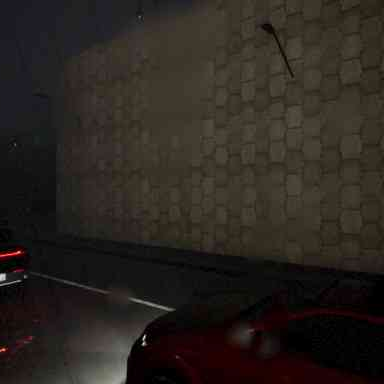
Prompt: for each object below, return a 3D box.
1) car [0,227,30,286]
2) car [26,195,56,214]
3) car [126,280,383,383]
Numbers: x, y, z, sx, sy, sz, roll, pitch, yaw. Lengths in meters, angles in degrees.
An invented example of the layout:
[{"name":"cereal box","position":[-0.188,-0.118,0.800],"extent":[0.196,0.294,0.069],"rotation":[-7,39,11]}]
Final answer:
[{"name":"car","position":[-5.882,1.505,8.193],"extent":[4.892,1.490,1.837],"rotation":[0,0,36]},{"name":"car","position":[-12.942,1.061,31.062],"extent":[2.128,1.511,4.902],"rotation":[0,5,35]},{"name":"car","position":[1.365,1.564,3.018],"extent":[4.181,1.385,1.994],"rotation":[0,0,36]}]
